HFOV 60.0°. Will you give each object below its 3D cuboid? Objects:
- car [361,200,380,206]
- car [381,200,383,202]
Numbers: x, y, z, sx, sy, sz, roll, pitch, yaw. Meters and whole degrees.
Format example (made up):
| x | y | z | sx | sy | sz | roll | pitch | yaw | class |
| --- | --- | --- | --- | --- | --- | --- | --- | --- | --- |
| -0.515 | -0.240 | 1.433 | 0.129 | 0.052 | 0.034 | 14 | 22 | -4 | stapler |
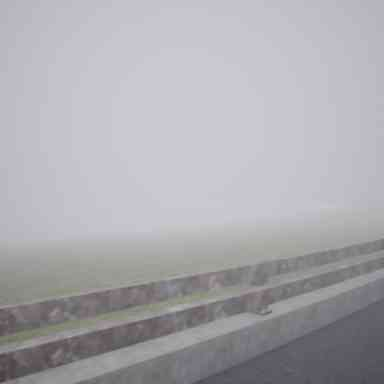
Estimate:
| x | y | z | sx | sy | sz | roll | pitch | yaw | class |
| --- | --- | --- | --- | --- | --- | --- | --- | --- | --- |
| 42.953 | 2.648 | 81.153 | 1.837 | 1.490 | 4.892 | 0 | -1 | 1 | car |
| 46.394 | 2.685 | 79.625 | 1.994 | 1.385 | 4.181 | 0 | -1 | 1 | car |
